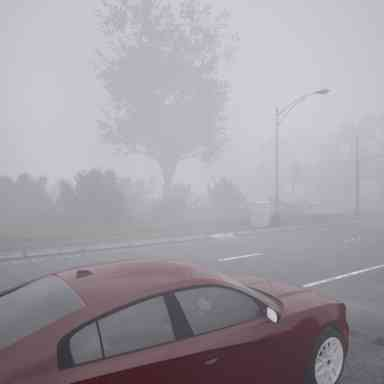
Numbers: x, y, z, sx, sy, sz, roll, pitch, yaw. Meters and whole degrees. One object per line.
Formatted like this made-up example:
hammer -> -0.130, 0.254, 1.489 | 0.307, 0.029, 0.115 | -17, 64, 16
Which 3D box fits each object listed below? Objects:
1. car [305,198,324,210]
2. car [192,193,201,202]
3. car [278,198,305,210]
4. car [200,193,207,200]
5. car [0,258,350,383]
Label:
car -> 14.835, 1.524, 43.310 | 1.812, 1.442, 4.674 | 0, 0, -32
car -> -1.021, 1.430, 61.347 | 1.837, 1.490, 4.892 | 0, 0, -34
car -> 11.462, 1.524, 42.097 | 1.812, 1.442, 4.674 | 0, 0, -32
car -> 1.832, 1.146, 63.390 | 2.150, 2.045, 5.566 | 0, 0, -34
car -> -0.315, 1.478, 3.520 | 5.008, 1.535, 1.882 | 0, 0, -35
